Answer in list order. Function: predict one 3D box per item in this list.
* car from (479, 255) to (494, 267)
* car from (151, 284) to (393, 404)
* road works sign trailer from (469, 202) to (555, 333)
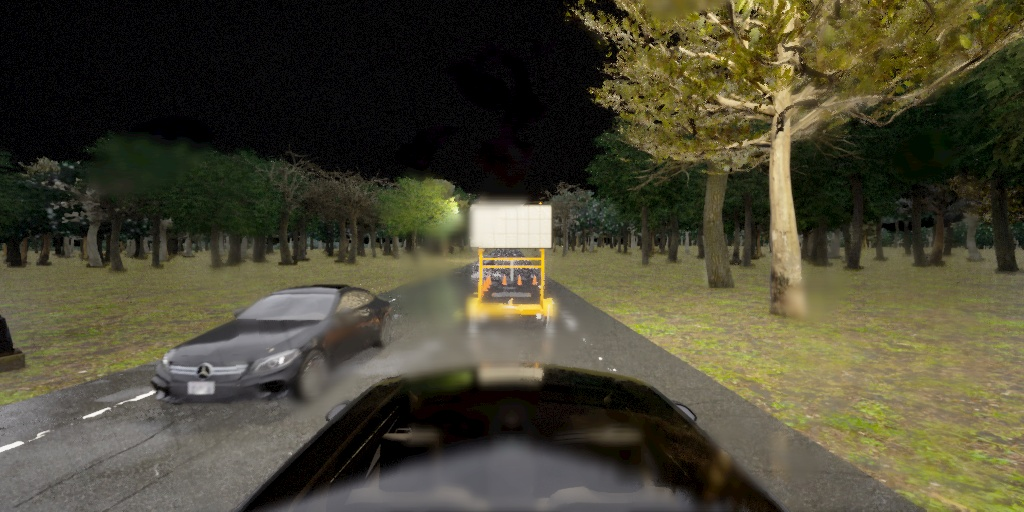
[{"bbox_3d":[-3.519,0.669,50.034,2.128,1.511,4.902,0,2,0],"label":"car"},{"bbox_3d":[-3.602,1.271,6.483,1.812,1.442,4.674,0,0,0],"label":"car"},{"bbox_3d":[-0.004,0.194,10.718,2.380,3.560,2.880,0,0,0],"label":"road works sign trailer"}]
